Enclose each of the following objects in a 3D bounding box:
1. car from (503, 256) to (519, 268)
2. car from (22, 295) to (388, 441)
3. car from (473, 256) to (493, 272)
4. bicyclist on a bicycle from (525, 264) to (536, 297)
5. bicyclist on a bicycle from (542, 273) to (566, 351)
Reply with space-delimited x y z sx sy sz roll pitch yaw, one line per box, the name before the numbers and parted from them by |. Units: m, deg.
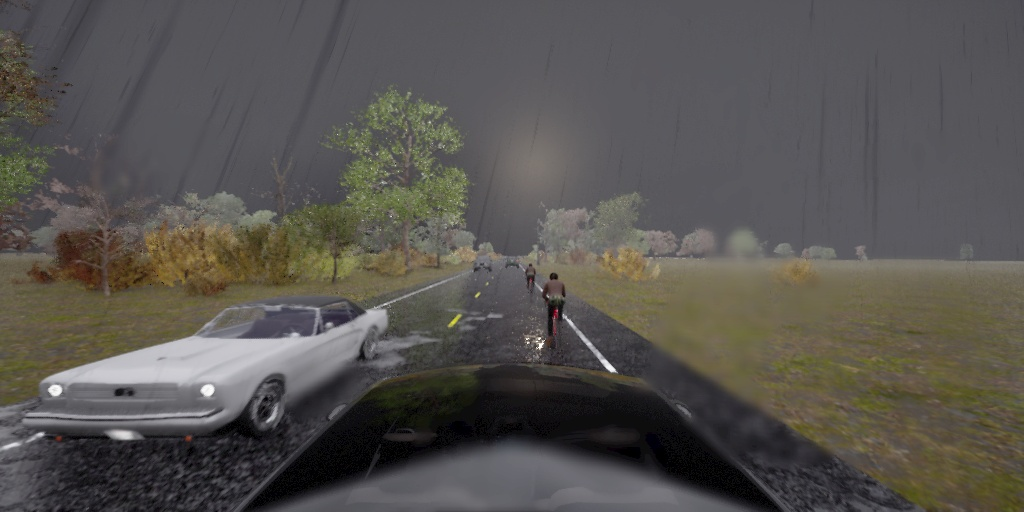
car | 0.042 0.963 59.463 2.150 2.045 5.566 0 0 0
car | -3.603 1.352 5.530 1.895 1.301 4.718 0 0 0
car | -3.640 0.969 45.745 2.150 2.045 5.566 0 0 0
bicyclist on a bicycle | 0.946 1.206 18.088 0.582 1.620 1.656 0 0 0
bicyclist on a bicycle | 0.957 1.205 8.037 0.582 1.620 1.656 0 0 0
